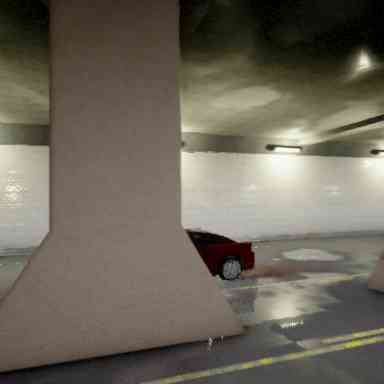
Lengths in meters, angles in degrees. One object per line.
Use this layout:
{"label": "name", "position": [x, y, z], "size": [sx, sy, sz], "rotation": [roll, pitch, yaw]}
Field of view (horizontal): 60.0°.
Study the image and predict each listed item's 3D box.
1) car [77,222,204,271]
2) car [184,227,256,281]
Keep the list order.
{"label": "car", "position": [-2.055, 2.024, 13.144], "size": [4.674, 1.442, 1.812], "rotation": [0, -2, -19]}
{"label": "car", "position": [-0.537, 1.842, 9.971], "size": [5.008, 1.535, 1.882], "rotation": [0, -2, -19]}
